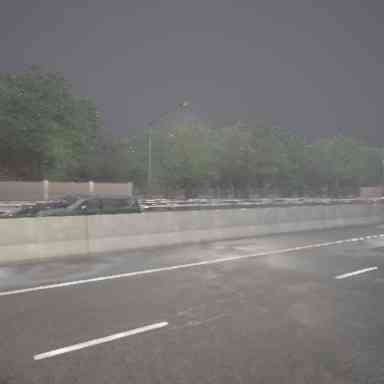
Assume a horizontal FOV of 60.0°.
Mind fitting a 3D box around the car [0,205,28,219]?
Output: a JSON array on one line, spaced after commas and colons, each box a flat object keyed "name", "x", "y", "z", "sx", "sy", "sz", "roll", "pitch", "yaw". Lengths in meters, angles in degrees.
[{"name": "car", "x": -9.295, "y": 1.510, "z": 18.852, "sx": 4.892, "sy": 1.490, "sz": 1.837, "roll": 0, "pitch": 0, "yaw": -35}]

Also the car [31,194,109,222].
[{"name": "car", "x": -9.854, "y": 1.231, "z": 27.050, "sx": 5.566, "sy": 2.045, "sz": 2.150, "roll": 0, "pitch": 0, "yaw": -35}]

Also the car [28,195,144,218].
[{"name": "car", "x": -5.209, "y": 1.228, "z": 17.468, "sx": 5.566, "sy": 2.045, "sz": 2.150, "roll": 0, "pitch": 0, "yaw": -35}]

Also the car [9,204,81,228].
[{"name": "car", "x": -9.978, "y": 1.571, "z": 22.660, "sx": 4.181, "sy": 1.385, "sz": 1.994, "roll": 0, "pitch": 0, "yaw": -35}]
